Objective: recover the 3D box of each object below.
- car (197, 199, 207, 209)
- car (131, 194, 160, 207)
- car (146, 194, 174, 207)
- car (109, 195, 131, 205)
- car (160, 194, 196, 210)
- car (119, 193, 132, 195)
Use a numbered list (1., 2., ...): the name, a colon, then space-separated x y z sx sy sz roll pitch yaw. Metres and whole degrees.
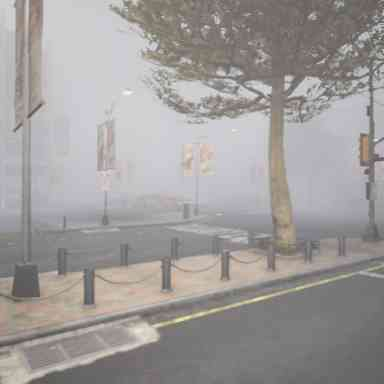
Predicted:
1. car: 0.176 1.590 47.153 1.812 1.442 4.674 0 0 -36
2. car: -6.980 1.409 51.093 2.097 1.767 4.553 0 0 -36
3. car: -5.360 1.286 54.876 2.150 2.045 5.566 0 0 -36
4. car: -12.882 1.621 58.705 1.994 1.385 4.181 0 0 -42
5. car: -1.889 1.408 44.011 2.097 1.767 4.553 0 0 -35
6. car: -11.884 1.286 63.007 5.566 2.045 2.150 0 0 45
